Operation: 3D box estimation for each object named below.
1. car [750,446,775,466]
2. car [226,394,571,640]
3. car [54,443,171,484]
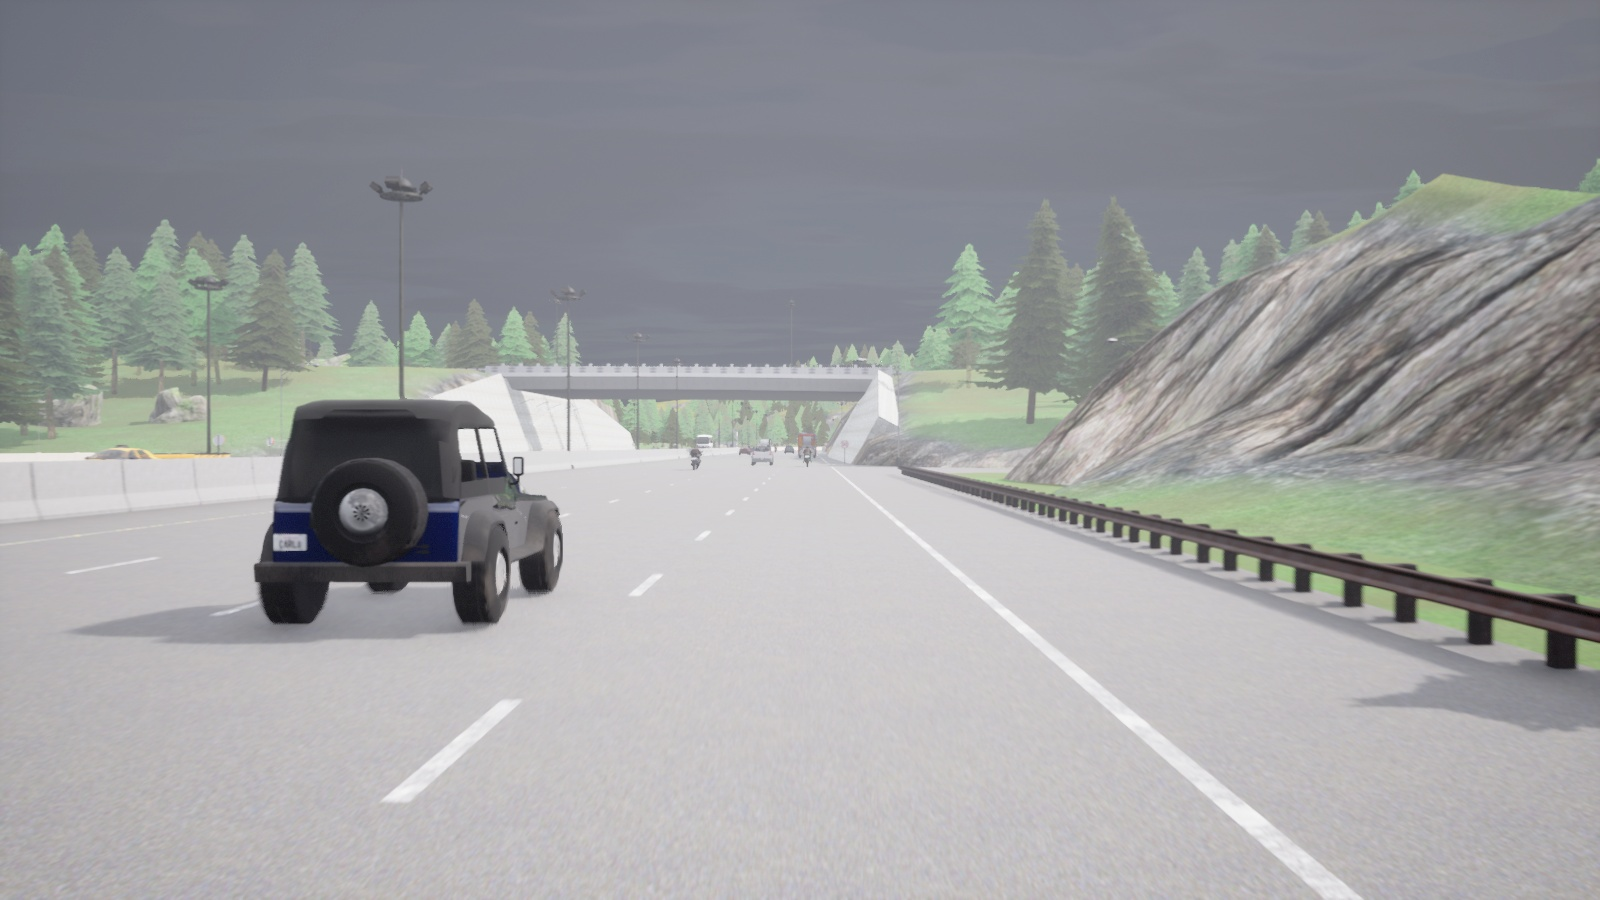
[{"bbox_3d":[-2.922,0.456,98.134,1.845,1.501,3.633,0,0,0],"label":"car"},{"bbox_3d":[-3.418,0.504,11.521,1.905,1.878,3.866,0,0,0],"label":"car"},{"bbox_3d":[-27.694,0.507,50.824,1.801,1.575,5.366,0,0,0],"label":"car"}]
